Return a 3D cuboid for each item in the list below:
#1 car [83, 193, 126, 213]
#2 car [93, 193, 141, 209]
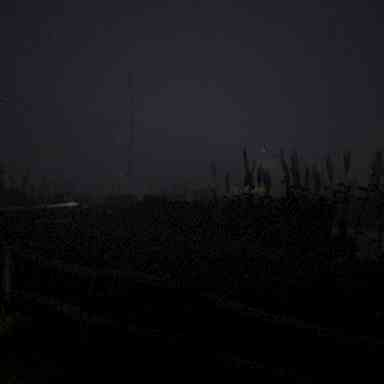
[{"bbox_3d":[-6.982,0.993,28.328,1.812,1.442,4.674,0,2,38],"label":"car"},{"bbox_3d":[-7.478,0.864,33.741,1.812,1.442,4.674,0,2,37],"label":"car"}]
